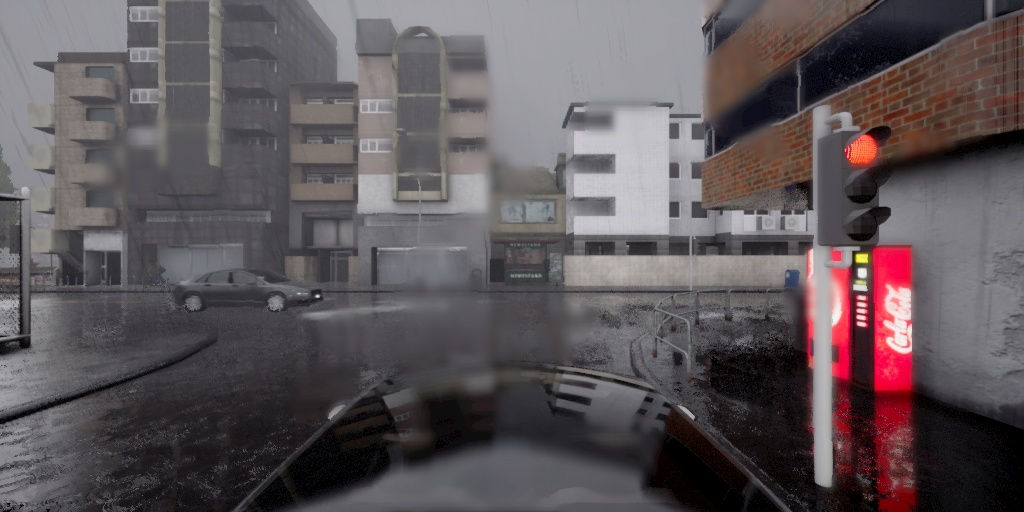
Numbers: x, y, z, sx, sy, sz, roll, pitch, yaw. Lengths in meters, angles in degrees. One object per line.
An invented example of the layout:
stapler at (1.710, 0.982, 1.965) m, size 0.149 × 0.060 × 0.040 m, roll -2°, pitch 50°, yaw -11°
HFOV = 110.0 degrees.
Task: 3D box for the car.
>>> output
car at (-9.675, 1.255, 13.354) m, size 4.892 × 1.490 × 1.837 m, roll 0°, pitch 0°, yaw 0°

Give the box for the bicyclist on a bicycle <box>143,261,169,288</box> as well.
bicyclist on a bicycle at (-21.609, 1.099, 21.745) m, size 0.582 × 1.620 × 1.656 m, roll 0°, pitch 0°, yaw 0°
